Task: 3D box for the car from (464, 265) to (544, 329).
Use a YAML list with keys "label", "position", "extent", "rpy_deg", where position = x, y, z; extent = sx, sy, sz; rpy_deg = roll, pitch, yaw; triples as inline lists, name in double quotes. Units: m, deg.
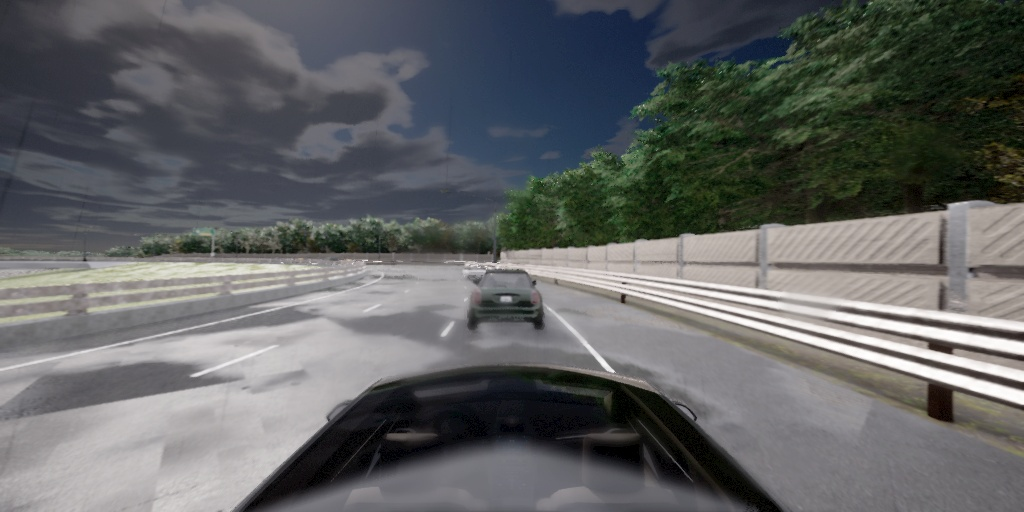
- label: "car"
  position: [-0.228, 1.184, 11.688]
  extent: [2.097, 1.767, 4.553]
  rpy_deg: [0, 0, -2]
